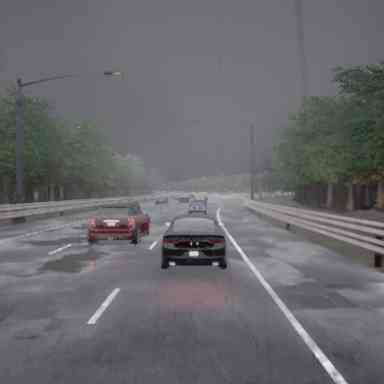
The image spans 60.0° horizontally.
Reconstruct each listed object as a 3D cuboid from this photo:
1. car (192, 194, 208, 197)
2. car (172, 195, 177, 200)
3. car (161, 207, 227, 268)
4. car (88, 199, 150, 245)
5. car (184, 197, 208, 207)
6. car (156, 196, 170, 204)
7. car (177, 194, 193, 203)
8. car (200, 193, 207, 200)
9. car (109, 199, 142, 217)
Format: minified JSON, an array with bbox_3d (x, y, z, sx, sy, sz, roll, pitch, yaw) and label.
[{"bbox_3d":[1.324,1.469,50.642,1.812,1.442,4.674,0,0,3],"label":"car"},{"bbox_3d":[-4.096,1.376,84.640,2.033,1.411,5.357,0,0,2],"label":"car"},{"bbox_3d":[0.081,1.477,11.276,1.882,1.535,5.008,0,0,1],"label":"car"},{"bbox_3d":[-3.259,1.347,15.737,2.097,1.767,4.553,0,0,1],"label":"car"},{"bbox_3d":[0.586,1.529,33.178,2.033,1.411,5.357,0,0,2],"label":"car"},{"bbox_3d":[-5.193,1.464,59.107,1.994,1.385,4.181,0,0,3],"label":"car"},{"bbox_3d":[-1.340,1.357,66.361,1.882,1.535,5.008,0,0,3],"label":"car"},{"bbox_3d":[3.128,1.194,90.655,2.097,1.767,4.553,0,0,2],"label":"car"},{"bbox_3d":[-6.359,1.469,32.496,2.128,1.511,4.902,0,0,2],"label":"car"}]
